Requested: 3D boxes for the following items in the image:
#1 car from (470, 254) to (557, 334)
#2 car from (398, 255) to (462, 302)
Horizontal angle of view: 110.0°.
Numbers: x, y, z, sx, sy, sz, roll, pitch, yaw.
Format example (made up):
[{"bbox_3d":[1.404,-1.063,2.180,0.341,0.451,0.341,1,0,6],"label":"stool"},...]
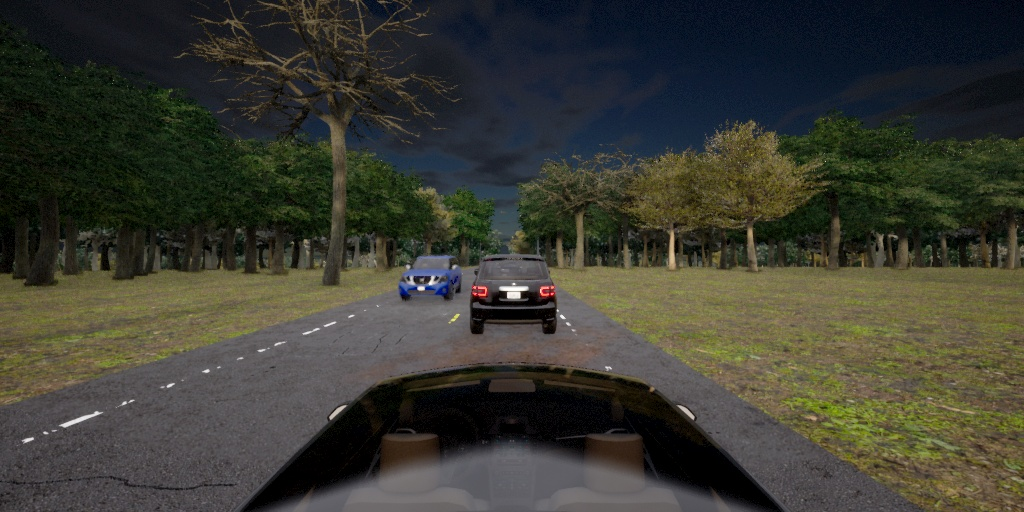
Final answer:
[{"bbox_3d":[0.016,0.976,10.748,2.150,2.045,5.566,0,0,-1],"label":"car"},{"bbox_3d":[-3.747,0.979,17.470,2.150,2.045,5.566,0,0,-1],"label":"car"}]
